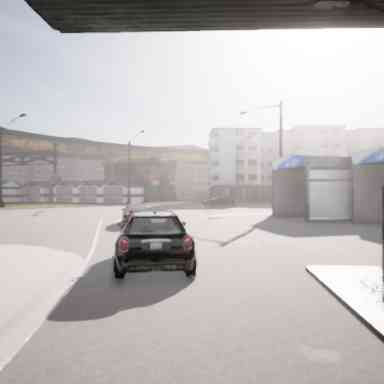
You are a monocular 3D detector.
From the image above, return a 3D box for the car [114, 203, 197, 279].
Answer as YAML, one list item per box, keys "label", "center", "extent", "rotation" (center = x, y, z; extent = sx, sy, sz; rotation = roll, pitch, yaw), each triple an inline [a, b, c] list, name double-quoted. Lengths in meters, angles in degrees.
- label: "car"
  center: [-1.188, 1.327, 10.213]
  extent: [2.097, 1.767, 4.553]
  rotation: [0, 0, -9]

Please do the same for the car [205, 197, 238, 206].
- label: "car"
  center: [4.610, 1.468, 51.623]
  extent: [4.718, 1.301, 1.895]
  rotation: [0, 0, -14]

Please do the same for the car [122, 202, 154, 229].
- label: "car"
  center: [-3.723, 1.475, 22.292]
  extent: [1.812, 1.442, 4.674]
  rotation: [0, 0, -13]

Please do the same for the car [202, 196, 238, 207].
- label: "car"
  center: [3.835, 1.384, 47.777]
  extent: [4.892, 1.490, 1.837]
  rotation: [0, -1, -15]
